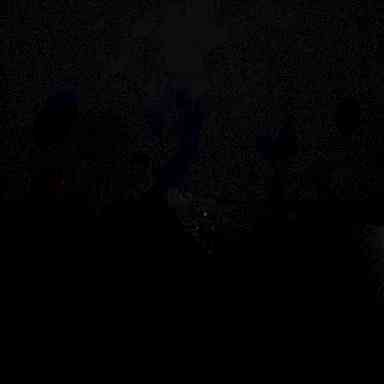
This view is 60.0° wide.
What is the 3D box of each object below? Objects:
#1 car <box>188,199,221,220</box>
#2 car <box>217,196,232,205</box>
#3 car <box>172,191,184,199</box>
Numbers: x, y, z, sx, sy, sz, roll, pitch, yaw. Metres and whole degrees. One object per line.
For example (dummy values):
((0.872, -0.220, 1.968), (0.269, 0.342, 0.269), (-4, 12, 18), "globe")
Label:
((0.783, 1.458, 26.827), (1.994, 1.385, 4.181), (0, 0, -7), "car")
((4.905, 1.322, 52.473), (1.895, 1.301, 4.718), (0, 0, -7), "car")
((-3.765, 1.032, 91.294), (1.837, 1.490, 4.892), (0, 0, 0), "car")
